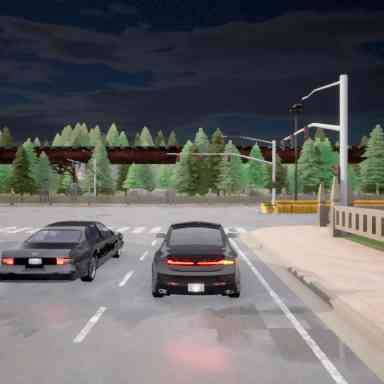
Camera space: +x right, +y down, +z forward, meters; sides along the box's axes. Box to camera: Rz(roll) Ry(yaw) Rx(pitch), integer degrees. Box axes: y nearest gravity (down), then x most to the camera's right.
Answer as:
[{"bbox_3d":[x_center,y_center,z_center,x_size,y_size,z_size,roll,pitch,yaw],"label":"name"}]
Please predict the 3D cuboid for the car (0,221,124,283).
[{"bbox_3d":[-3.383,1.547,9.709,2.033,1.411,5.357,0,0,0],"label":"car"}]

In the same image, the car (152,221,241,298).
[{"bbox_3d":[0.103,1.505,8.519,1.837,1.490,4.892,0,0,1],"label":"car"}]
